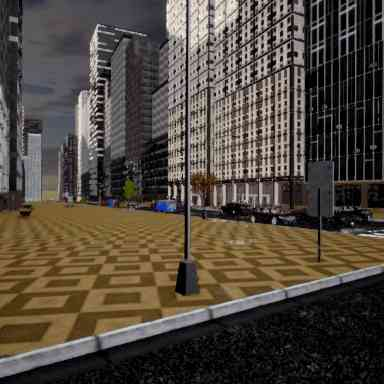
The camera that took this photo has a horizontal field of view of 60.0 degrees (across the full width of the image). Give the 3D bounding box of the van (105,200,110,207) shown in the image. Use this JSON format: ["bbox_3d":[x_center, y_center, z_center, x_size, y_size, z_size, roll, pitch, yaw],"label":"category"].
[{"bbox_3d":[-18.161,2.635,76.623,1.690,1.788,3.998,-1,-1,-26],"label":"van"}]

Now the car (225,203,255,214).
[{"bbox_3d":[6.423,2.168,44.746,1.947,1.339,4.313,-1,-1,-26],"label":"car"}]

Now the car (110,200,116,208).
[{"bbox_3d":[-15.726,2.731,71.550,1.887,1.381,4.507,-1,-1,-26],"label":"car"}]

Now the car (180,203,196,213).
[{"bbox_3d":[-1.278,2.227,47.485,2.033,1.411,5.357,0,-1,-25],"label":"car"}]

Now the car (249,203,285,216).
[{"bbox_3d":[8.855,2.068,39.675,1.947,1.339,4.313,-1,-1,-26],"label":"car"}]

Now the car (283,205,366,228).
[{"bbox_3d":[9.620,1.777,24.723,2.033,1.411,5.357,0,-1,-26],"label":"car"}]

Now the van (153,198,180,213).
[{"bbox_3d":[-3.569,2.005,46.197,1.690,1.788,3.998,-1,-1,-26],"label":"van"}]

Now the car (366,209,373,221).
[{"bbox_3d":[13.719,1.854,29.532,2.008,1.369,4.403,-1,-1,-26],"label":"car"}]

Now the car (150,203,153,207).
[{"bbox_3d":[-8.169,2.809,75.173,1.802,1.307,4.206,-1,-1,-26],"label":"car"}]

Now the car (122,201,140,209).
[{"bbox_3d":[-10.862,2.525,61.407,2.008,1.369,4.403,-1,-1,-26],"label":"car"}]

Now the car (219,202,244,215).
[{"bbox_3d":[5.188,2.050,41.357,1.837,1.490,4.892,0,-1,-26],"label":"car"}]

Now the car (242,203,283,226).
[{"bbox_3d":[6.164,1.814,25.908,2.008,1.369,4.403,-1,-1,-26],"label":"car"}]

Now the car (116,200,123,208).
[{"bbox_3d":[-13.221,2.602,66.326,1.752,1.417,4.829,-1,-1,-26],"label":"car"}]

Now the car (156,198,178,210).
[{"bbox_3d":[-4.782,2.186,62.133,2.150,2.045,5.566,0,-1,-26],"label":"car"}]

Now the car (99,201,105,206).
[{"bbox_3d":[-23.022,3.053,86.762,1.887,1.381,4.507,-1,-1,-26],"label":"car"}]
